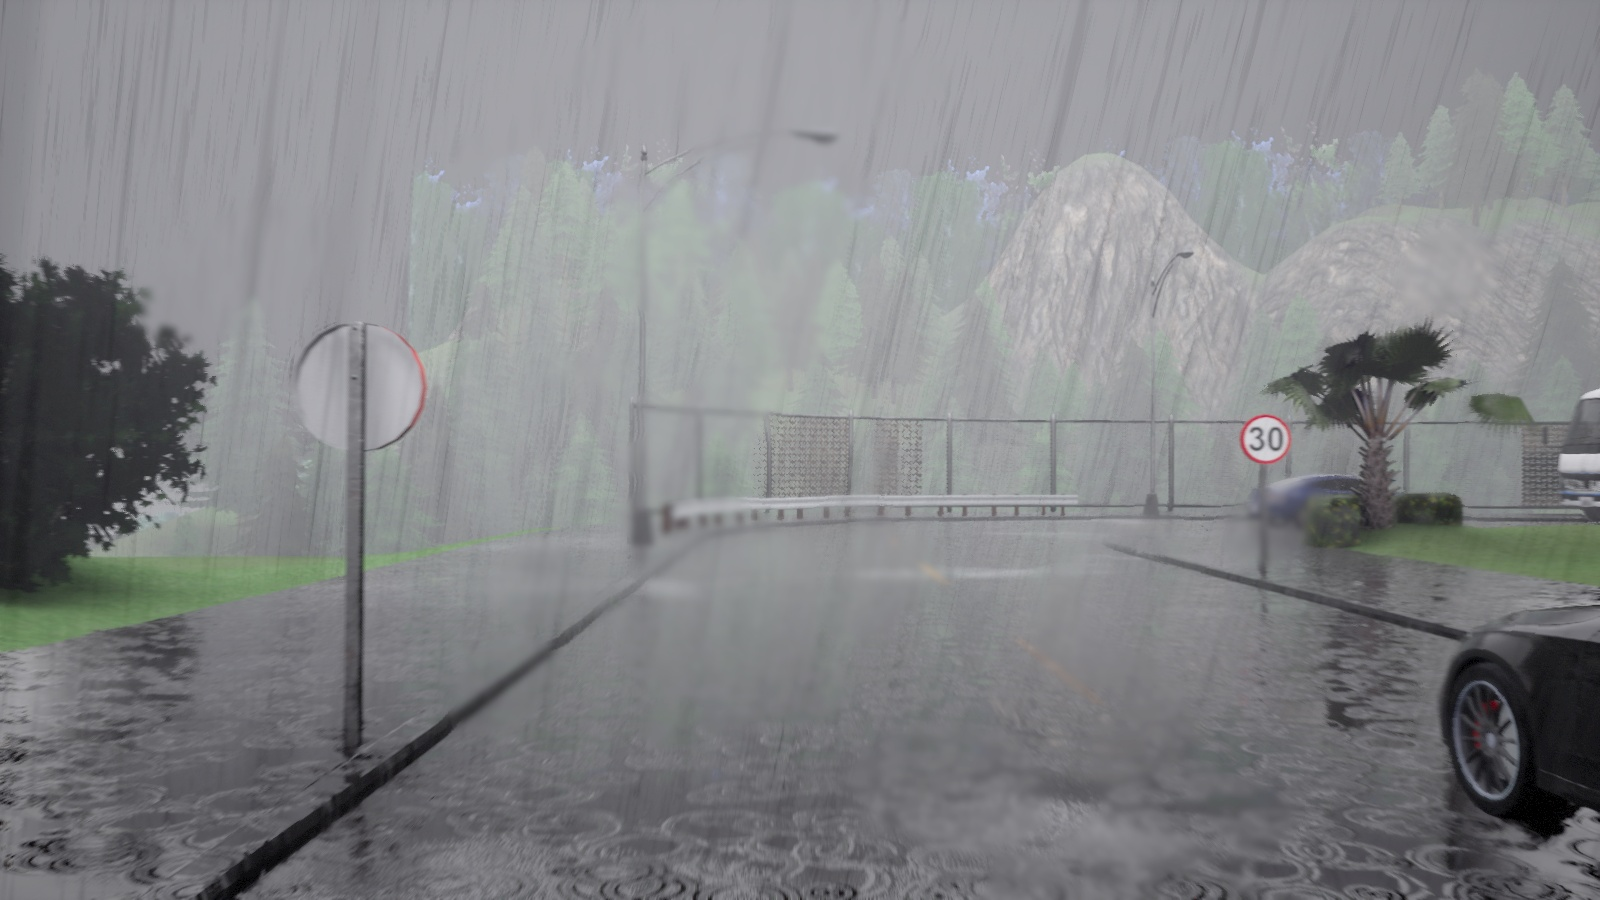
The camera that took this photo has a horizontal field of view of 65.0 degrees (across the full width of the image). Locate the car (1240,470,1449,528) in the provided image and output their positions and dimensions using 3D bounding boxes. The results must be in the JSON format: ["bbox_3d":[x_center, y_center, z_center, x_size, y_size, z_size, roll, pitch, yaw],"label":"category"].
[{"bbox_3d":[14.101,1.239,32.685,4.674,1.442,1.812,0,-1,-3],"label":"car"}]

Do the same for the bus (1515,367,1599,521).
[{"bbox_3d":[27.191,-0.159,36.697,10.273,4.253,3.944,0,-1,0],"label":"bus"}]

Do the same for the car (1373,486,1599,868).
[{"bbox_3d":[3.988,0.882,4.389,1.812,1.442,4.674,0,-1,0],"label":"car"}]
